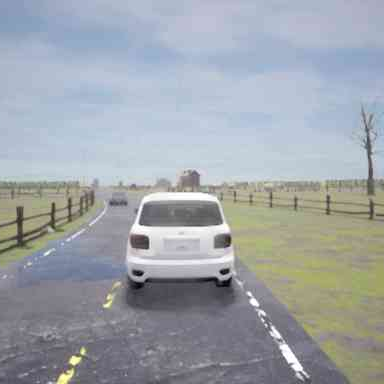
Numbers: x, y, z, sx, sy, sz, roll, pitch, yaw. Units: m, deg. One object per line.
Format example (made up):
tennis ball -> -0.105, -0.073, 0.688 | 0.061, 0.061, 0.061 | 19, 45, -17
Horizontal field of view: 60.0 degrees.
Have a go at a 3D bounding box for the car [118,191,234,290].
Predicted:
car -> -0.362, 1.005, 8.674 | 2.150, 2.045, 5.566 | 0, 2, -4

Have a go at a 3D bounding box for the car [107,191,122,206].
car -> -7.681, 0.648, 34.599 | 1.837, 1.490, 4.892 | 0, 1, -15

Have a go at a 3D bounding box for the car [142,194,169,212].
car -> -3.268, 0.896, 28.801 | 1.895, 1.301, 4.718 | 0, 1, -12
